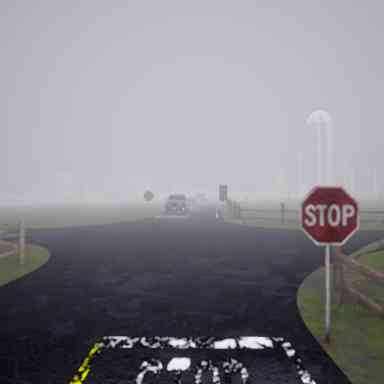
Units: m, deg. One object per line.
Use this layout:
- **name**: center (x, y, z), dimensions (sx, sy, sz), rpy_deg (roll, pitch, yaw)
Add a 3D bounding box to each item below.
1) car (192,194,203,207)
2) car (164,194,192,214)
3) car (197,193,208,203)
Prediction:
- **car**: center (0.003, 1.509, 53.210), dimensions (2.128, 1.511, 4.902), rpy_deg (0, 0, 7)
- **car**: center (-1.557, 1.232, 35.828), dimensions (2.150, 2.045, 5.566), rpy_deg (0, 1, 4)
- **car**: center (2.001, 1.155, 69.232), dimensions (2.150, 2.045, 5.566), rpy_deg (0, 0, 8)
